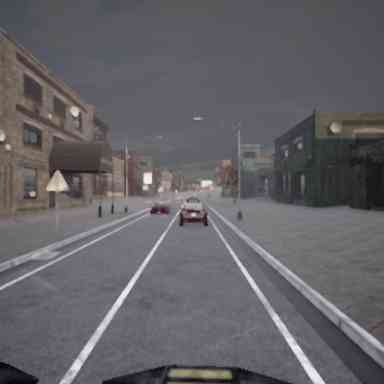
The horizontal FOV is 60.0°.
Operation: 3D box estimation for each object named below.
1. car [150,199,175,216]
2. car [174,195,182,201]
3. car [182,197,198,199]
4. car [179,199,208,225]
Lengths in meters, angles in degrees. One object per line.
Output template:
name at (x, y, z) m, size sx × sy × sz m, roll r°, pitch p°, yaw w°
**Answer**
car at (-3.083, 1.625, 33.430) m, size 1.895 × 1.301 × 4.718 m, roll 0°, pitch 0°, yaw 0°
car at (-2.973, 1.408, 74.841) m, size 1.895 × 1.301 × 4.718 m, roll 0°, pitch 0°, yaw 0°
car at (0.115, 1.436, 42.228) m, size 2.033 × 1.649 × 4.856 m, roll 0°, pitch 0°, yaw 0°
car at (0.109, 1.535, 24.257) m, size 2.163 × 1.488 × 4.792 m, roll 0°, pitch 0°, yaw 0°
